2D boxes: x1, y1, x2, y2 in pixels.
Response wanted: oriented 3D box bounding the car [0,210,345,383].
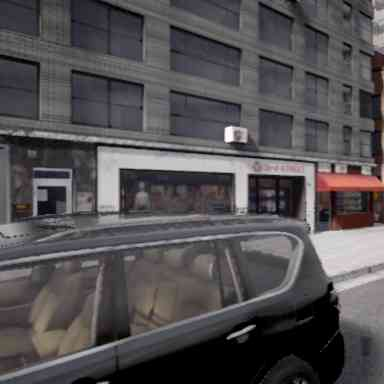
[{"bbox_3d":[-1.075,1.224,2.601,5.566,2.045,2.150,0,0,-35],"label":"car"}]
